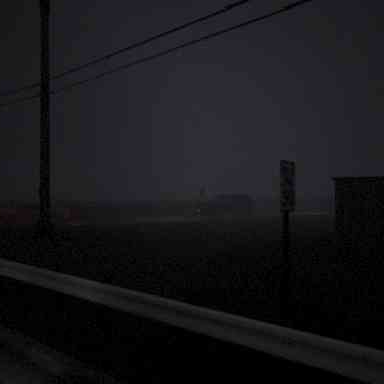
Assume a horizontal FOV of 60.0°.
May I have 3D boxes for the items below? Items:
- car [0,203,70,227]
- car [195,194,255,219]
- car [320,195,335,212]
[{"bbox_3d":[-11.045,1.480,22.746,5.008,1.535,1.882,-1,0,-18],"label":"car"},{"bbox_3d":[2.964,1.226,29.316,5.566,2.045,2.150,1,0,-29],"label":"car"},{"bbox_3d":[16.825,1.224,37.159,5.566,2.045,2.150,0,0,-30],"label":"car"}]
